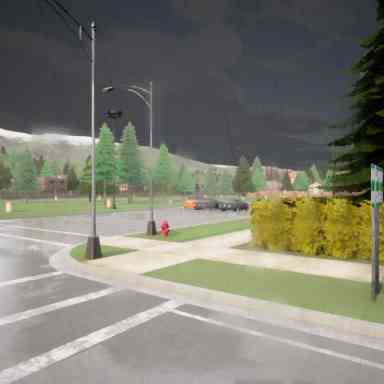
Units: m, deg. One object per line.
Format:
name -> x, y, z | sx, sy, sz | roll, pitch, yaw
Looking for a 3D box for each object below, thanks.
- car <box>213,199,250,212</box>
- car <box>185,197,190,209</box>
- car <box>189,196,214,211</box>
car -> 5.007, 1.547, 38.161 | 2.033, 1.411, 5.357 | 0, 0, 36
car -> 1.015, 1.351, 44.583 | 2.097, 1.767, 4.553 | 0, 0, 36
car -> 2.374, 1.547, 40.495 | 2.033, 1.411, 5.357 | 0, 0, 36
